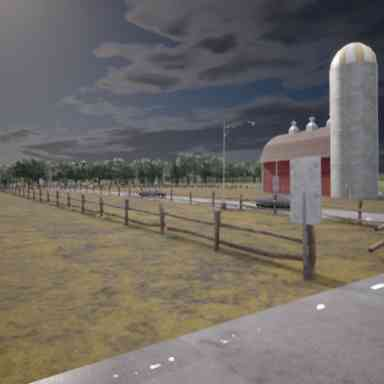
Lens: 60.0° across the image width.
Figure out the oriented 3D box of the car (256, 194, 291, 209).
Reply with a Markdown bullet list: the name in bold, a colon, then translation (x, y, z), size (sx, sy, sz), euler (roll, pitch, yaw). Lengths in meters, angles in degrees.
- **car**: translation (7.743, 0.881, 27.379), size (2.033, 1.411, 5.357), euler (-1, 3, -35)

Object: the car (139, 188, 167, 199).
- **car**: translation (-5.467, 0.136, 46.048), size (2.033, 1.411, 5.357), euler (-1, 2, -35)
